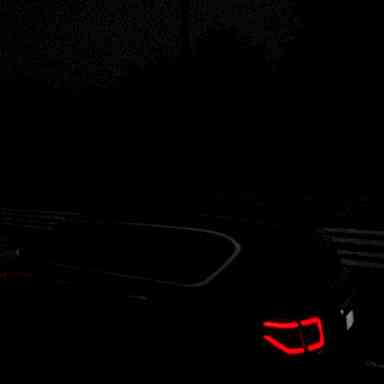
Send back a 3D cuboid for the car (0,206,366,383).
[{"bbox_3d":[-0.765,1.220,4.539,5.566,2.045,2.150,0,0,36],"label":"car"}]
